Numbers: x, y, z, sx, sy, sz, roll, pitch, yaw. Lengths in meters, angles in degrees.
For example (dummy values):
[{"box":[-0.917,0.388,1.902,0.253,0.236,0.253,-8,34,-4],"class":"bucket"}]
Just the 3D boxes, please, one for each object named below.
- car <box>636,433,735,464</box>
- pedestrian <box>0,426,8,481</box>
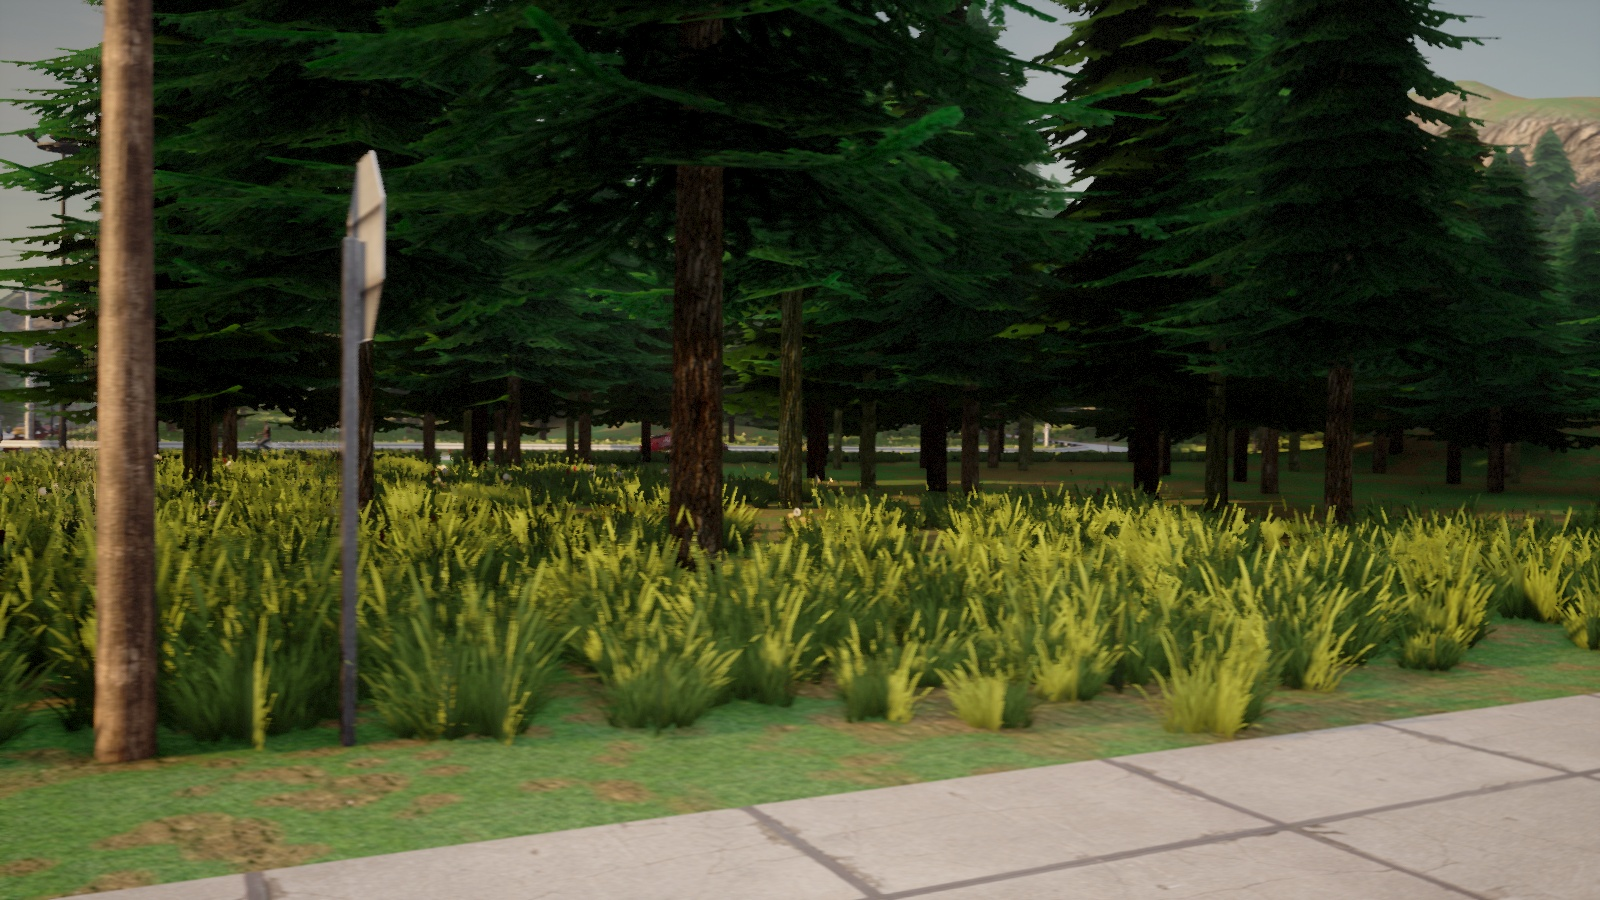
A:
[{"box":[-5.806,-0.091,63.863,4.674,1.442,1.812,-1,1,-29],"class":"car"},{"box":[-27.478,0.123,42.674,0.874,1.855,0.900,-1,1,-36],"class":"pedestrian"}]
